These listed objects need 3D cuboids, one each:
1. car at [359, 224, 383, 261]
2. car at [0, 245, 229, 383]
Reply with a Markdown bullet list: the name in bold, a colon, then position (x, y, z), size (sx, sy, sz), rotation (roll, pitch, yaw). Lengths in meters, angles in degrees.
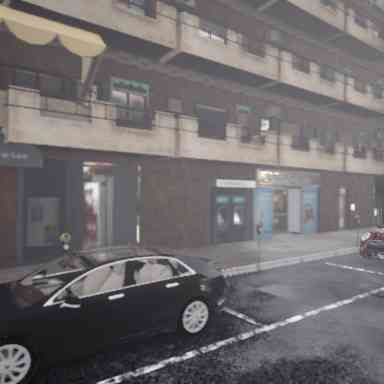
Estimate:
- **car**: position (7.590, 1.514, 11.516), size (4.097, 1.590, 1.967), rotation (0, 0, -36)
- **car**: position (-1.419, 1.560, 5.081), size (4.403, 1.369, 2.008), rotation (0, 0, -36)
